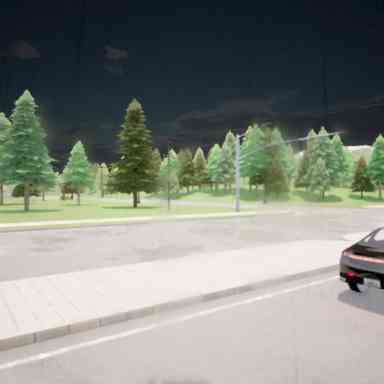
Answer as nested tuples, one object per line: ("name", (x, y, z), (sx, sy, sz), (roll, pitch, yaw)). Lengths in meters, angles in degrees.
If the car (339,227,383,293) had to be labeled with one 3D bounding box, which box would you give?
("car", (5.356, 1.491, 7.625), (4.902, 1.511, 2.128), (0, 0, -35))
